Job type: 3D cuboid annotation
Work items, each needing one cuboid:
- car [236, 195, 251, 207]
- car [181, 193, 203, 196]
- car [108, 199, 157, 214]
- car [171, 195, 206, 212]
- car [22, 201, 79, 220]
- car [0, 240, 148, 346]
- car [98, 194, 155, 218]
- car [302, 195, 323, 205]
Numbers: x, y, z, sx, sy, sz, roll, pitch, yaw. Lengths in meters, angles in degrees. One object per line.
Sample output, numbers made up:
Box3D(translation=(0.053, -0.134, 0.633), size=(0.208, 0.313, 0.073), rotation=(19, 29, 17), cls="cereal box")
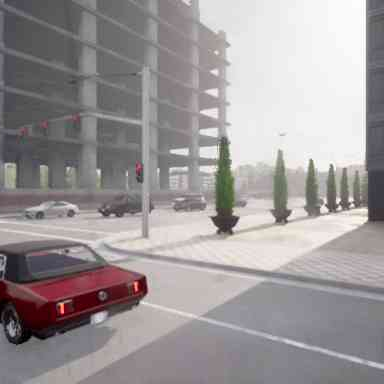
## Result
Box3D(translation=(5.990, 1.532, 47.477), size=(2.033, 1.411, 5.357), rotation=(0, 0, 36), cls="car")
Box3D(translation=(-0.433, 1.204, 44.583), size=(2.150, 2.045, 5.566), rotation=(0, 0, 36), cls="car")
Box3D(translation=(-6.405, 1.530, 36.337), size=(2.033, 1.411, 5.357), rotation=(0, 0, 36), cls="car")
Box3D(translation=(-0.239, 1.490, 38.885), size=(1.837, 1.490, 4.892), rotation=(0, 0, 36), cls="car")
Box3D(translation=(-12.025, 1.508, 28.567), size=(1.812, 1.442, 4.674), rotation=(0, 0, 36), cls="car")
Box3D(translation=(-3.107, 1.597, 6.397), size=(4.718, 1.301, 1.895), rotation=(0, 0, 39), cls="car")
Box3D(translation=(-6.030, 1.206, 30.885), size=(2.150, 2.045, 5.566), rotation=(0, 0, 36), cls="car")
Box3D(translation=(20.220, 1.494, 54.894), size=(1.837, 1.490, 4.892), rotation=(0, 0, 36), cls="car")
